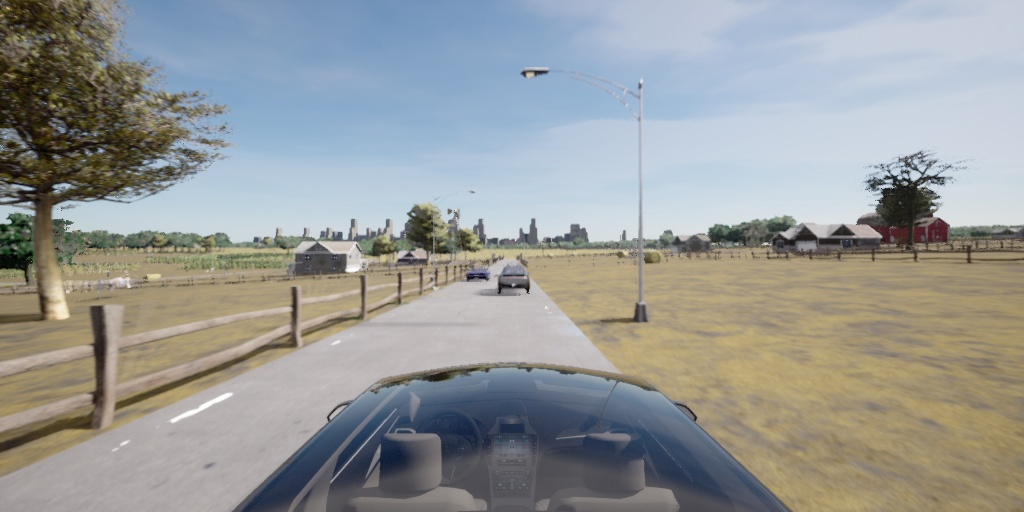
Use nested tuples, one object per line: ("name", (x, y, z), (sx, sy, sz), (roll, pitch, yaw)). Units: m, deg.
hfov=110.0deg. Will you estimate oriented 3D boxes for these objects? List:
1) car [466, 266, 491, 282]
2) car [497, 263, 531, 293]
("car", (-2.838, 1.531, 31.136), (1.895, 1.301, 4.718), (0, 0, 0))
("car", (0.105, 1.366, 21.552), (2.128, 1.511, 4.902), (0, 0, 0))
